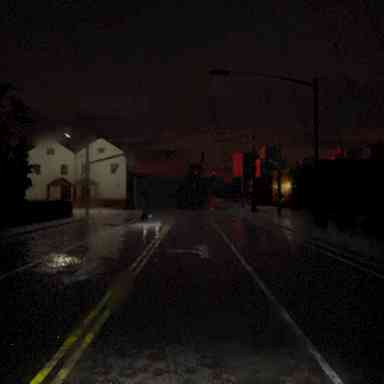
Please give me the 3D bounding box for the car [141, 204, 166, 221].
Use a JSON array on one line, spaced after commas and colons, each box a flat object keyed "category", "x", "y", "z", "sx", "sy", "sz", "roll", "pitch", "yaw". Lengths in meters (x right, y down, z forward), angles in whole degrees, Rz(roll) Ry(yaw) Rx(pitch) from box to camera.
[{"category": "car", "x": -3.493, "y": 1.831, "z": 30.555, "sx": 2.128, "sy": 1.511, "sz": 4.902, "roll": 0, "pitch": -1, "yaw": 0}]
